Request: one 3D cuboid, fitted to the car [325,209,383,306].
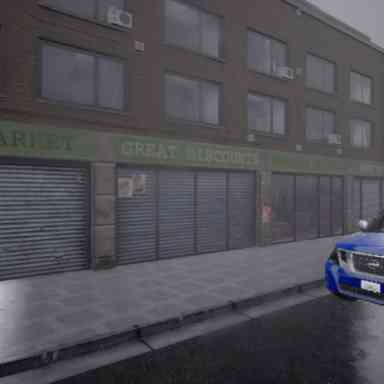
[{"bbox_3d":[5.216,1.221,7.173,5.566,2.045,2.150,0,0,-36],"label":"car"}]
